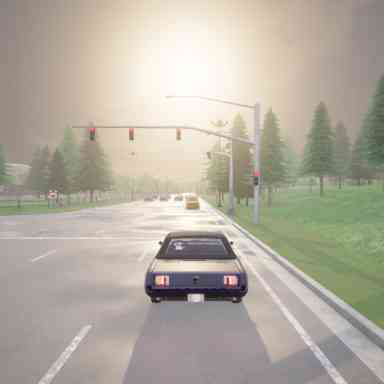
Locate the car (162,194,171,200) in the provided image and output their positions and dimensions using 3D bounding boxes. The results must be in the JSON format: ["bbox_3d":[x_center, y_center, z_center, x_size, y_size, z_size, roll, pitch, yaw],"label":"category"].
[{"bbox_3d":[-6.801,1.372,90.868,2.033,1.411,5.357,0,0,0],"label":"car"}]

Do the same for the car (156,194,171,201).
[{"bbox_3d":[-6.824,1.531,80.448,2.033,1.411,5.357,0,0,0],"label":"car"}]

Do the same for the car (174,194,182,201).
[{"bbox_3d":[-3.323,1.545,80.857,1.994,1.385,4.181,0,0,0],"label":"car"}]

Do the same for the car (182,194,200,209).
[{"bbox_3d":[-0.018,1.081,46.349,1.882,1.535,5.008,-3,17,-3],"label":"car"}]

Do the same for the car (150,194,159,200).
[{"bbox_3d":[-10.301,1.332,90.875,1.837,1.490,4.892,0,0,0],"label":"car"}]

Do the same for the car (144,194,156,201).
[{"bbox_3d":[-10.324,1.531,80.456,2.033,1.411,5.357,0,0,0],"label":"car"}]

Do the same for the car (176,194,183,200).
[{"bbox_3d":[-3.301,1.356,90.860,1.812,1.442,4.674,0,0,0],"label":"car"}]

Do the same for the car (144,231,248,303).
[{"bbox_3d":[0.097,1.601,8.145,1.895,1.301,4.718,0,0,1],"label":"car"}]

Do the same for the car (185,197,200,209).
[{"bbox_3d":[0.069,1.576,49.813,2.033,1.411,5.357,-1,1,0],"label":"car"}]
